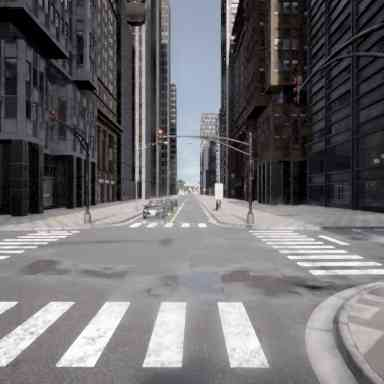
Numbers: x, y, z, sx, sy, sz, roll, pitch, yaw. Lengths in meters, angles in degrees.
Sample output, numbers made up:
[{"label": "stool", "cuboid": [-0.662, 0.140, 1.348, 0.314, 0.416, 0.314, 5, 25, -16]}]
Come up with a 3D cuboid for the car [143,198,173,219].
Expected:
[{"label": "car", "cuboid": [-3.169, 1.501, 29.425, 2.128, 1.511, 4.902, 0, 0, 0]}]

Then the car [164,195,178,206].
[{"label": "car", "cuboid": [-3.215, 1.586, 51.015, 1.994, 1.385, 4.181, 0, 0, -1]}]

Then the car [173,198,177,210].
[{"label": "car", "cuboid": [-3.196, 1.579, 39.491, 1.994, 1.385, 4.181, 0, 0, -1]}]
